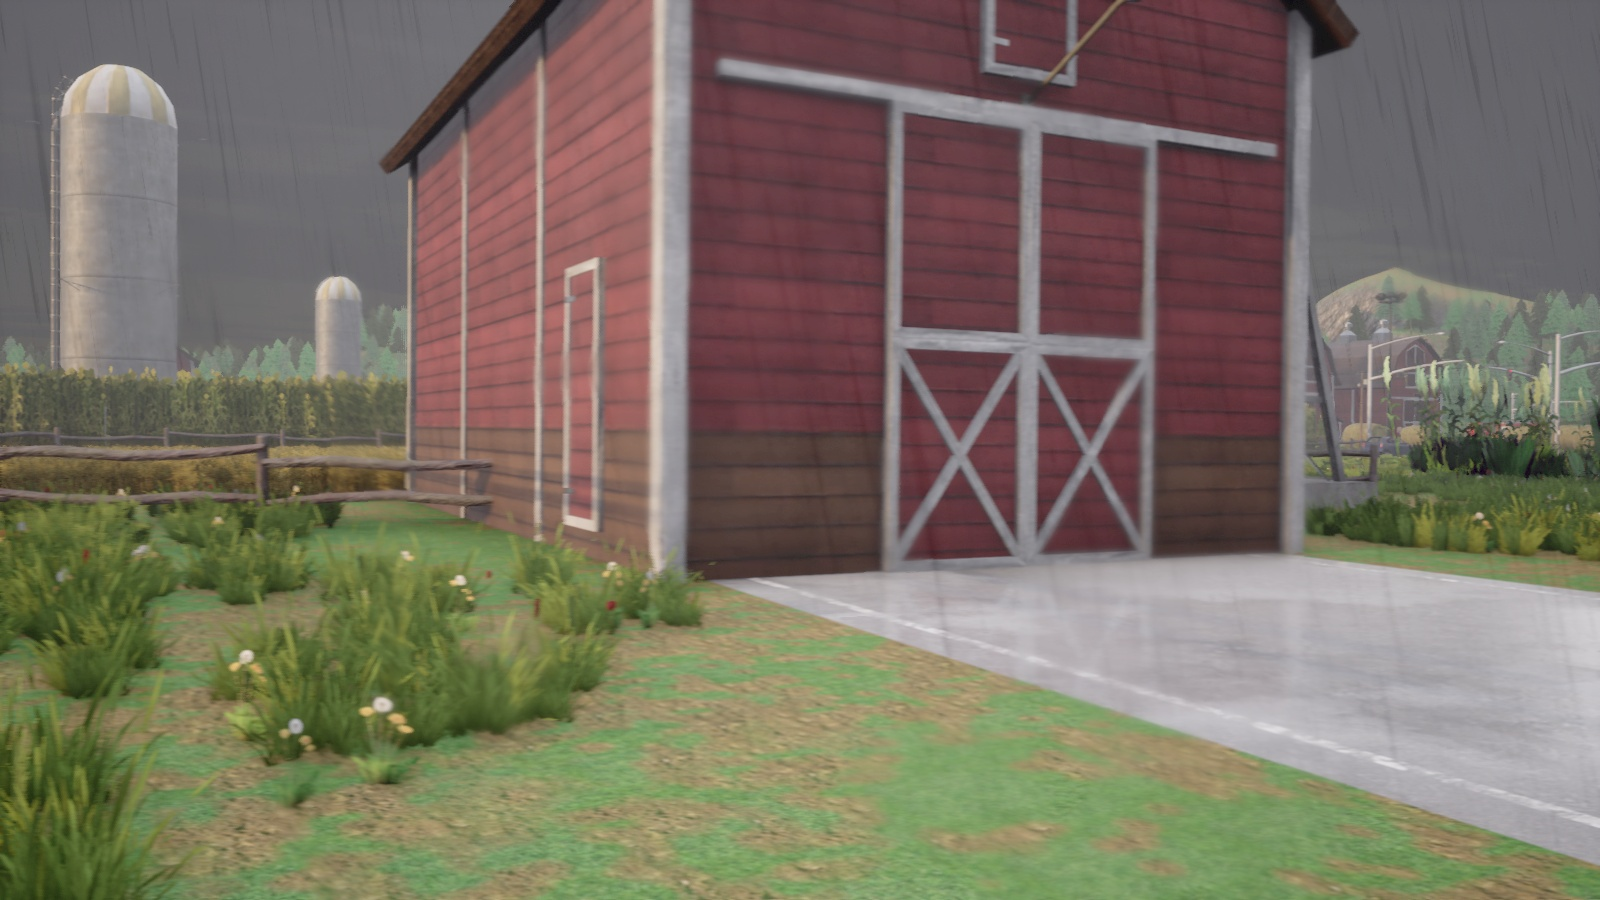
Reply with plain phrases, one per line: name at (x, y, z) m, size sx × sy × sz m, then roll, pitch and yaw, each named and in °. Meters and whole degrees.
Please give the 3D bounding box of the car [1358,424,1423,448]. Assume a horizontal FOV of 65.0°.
car at (37.606, -0.896, 79.961) m, size 3.633 × 1.501 × 1.845 m, roll -1°, pitch 1°, yaw -26°
